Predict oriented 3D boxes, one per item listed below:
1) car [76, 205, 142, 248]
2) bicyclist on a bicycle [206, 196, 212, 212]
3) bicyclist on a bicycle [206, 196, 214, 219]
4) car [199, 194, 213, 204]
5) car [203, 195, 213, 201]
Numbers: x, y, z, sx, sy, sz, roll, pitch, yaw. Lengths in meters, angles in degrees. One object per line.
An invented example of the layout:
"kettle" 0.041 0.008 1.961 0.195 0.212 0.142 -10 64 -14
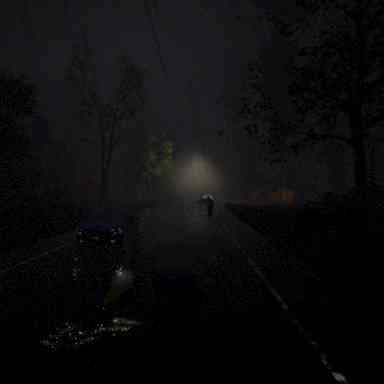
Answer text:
"car" -3.431 1.378 14.488 1.882 1.535 5.008 0 0 1
"bicyclist on a bicycle" 1.797 1.251 35.095 0.582 1.620 1.656 0 0 3
"bicyclist on a bicycle" 1.436 1.296 25.964 0.582 1.620 1.656 0 0 2
"car" 2.208 1.323 56.653 1.895 1.301 4.718 0 0 4
"car" 3.513 1.293 73.655 1.895 1.301 4.718 0 0 6
